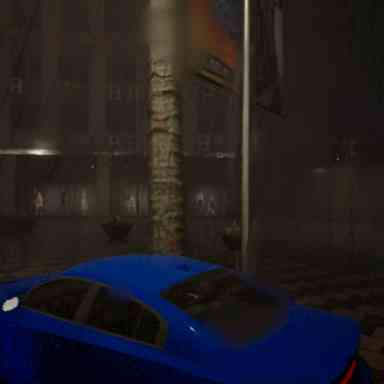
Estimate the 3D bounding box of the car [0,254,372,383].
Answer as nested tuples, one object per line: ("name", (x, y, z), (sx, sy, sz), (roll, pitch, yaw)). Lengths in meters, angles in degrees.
("car", (-0.784, 1.479, 3.814), (5.008, 1.535, 1.882), (0, 0, 34))
